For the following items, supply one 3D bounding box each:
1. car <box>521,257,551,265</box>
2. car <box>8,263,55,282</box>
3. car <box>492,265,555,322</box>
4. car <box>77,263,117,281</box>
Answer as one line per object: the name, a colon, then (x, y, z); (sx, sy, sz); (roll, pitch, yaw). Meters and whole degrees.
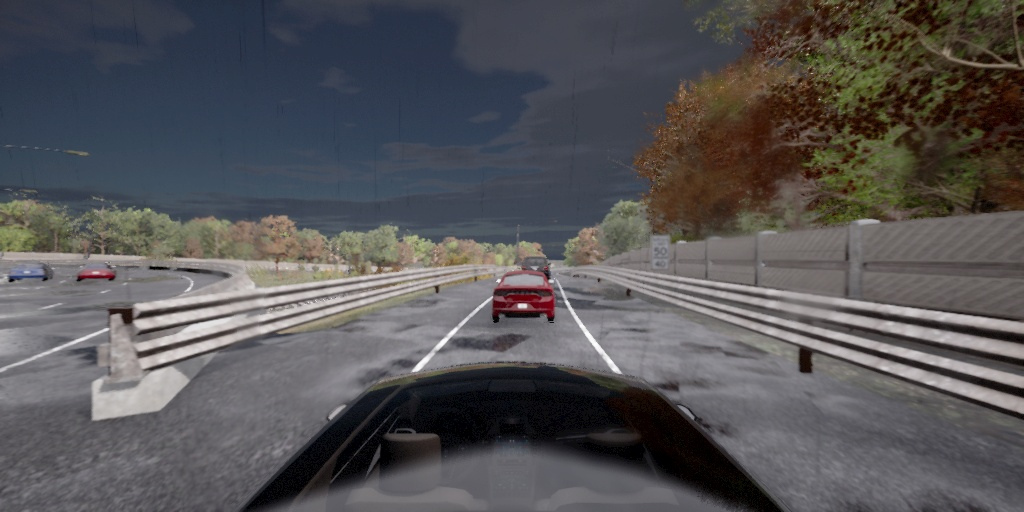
car: (1.886, 1.093, 28.401); (2.150, 2.045, 5.566); (0, -1, 6)
car: (-37.530, 1.245, 28.053); (5.357, 1.411, 2.033); (0, 0, 42)
car: (0.452, 1.241, 12.418); (1.882, 1.535, 5.008); (0, 0, 4)
car: (-33.737, 1.271, 29.201); (4.181, 1.385, 1.994); (0, 0, 44)
